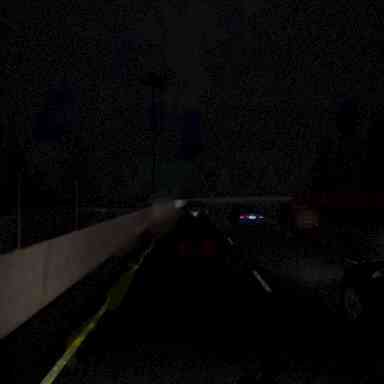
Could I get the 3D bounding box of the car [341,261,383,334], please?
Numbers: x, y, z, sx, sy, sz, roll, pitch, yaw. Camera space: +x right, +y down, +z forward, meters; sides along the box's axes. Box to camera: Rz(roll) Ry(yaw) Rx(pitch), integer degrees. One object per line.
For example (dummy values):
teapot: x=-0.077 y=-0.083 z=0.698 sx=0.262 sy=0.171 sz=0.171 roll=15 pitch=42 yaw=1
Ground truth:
car: x=3.619 y=1.511 z=4.140 sx=2.128 sy=1.511 sz=4.902 roll=0 pitch=0 yaw=0

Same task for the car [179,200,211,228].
car: x=0.211 y=1.457 z=23.108 sx=2.097 sy=1.767 sz=4.553 roll=0 pitch=0 yaw=0

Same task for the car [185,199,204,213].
car: x=0.365 y=1.671 z=40.026 sx=2.128 sy=1.511 sz=4.902 roll=0 pitch=0 yaw=1

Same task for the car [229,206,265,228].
car: x=3.711 y=1.651 z=23.200 sx=2.033 sy=1.411 sz=5.357 roll=0 pitch=0 yaw=0

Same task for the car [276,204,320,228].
car: x=7.212 y=1.581 z=23.064 sx=1.882 sy=1.535 sz=5.008 roll=0 pitch=0 yaw=0
